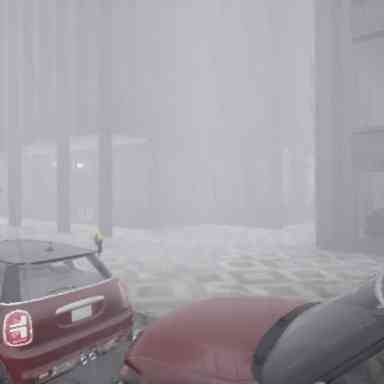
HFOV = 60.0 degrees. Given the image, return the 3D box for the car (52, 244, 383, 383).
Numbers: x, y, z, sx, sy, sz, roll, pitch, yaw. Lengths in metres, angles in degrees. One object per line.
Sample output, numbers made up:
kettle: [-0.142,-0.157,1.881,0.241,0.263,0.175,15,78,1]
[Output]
car: [1.724,1.315,1.738,5.009,1.841,2.192,0,0,36]

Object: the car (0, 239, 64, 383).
car: [-2.865,1.440,5.012,4.097,1.590,1.967,0,0,36]
